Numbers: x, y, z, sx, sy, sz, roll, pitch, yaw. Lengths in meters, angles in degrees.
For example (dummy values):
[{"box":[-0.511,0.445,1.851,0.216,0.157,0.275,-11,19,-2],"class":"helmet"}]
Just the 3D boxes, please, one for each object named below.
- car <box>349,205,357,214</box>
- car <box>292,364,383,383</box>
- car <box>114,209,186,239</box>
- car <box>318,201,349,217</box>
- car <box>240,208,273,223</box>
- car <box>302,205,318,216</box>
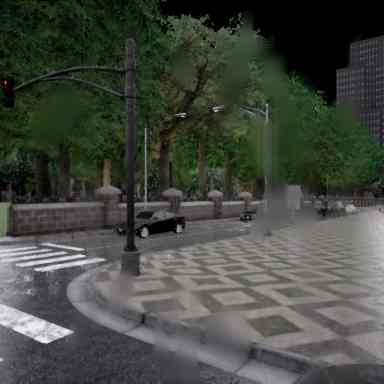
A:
[{"box":[25.293,2.767,53.468,1.812,1.442,4.674,0,-1,35],"class":"car"},{"box":[2.390,1.551,1.252,4.403,1.369,2.008,0,0,36],"class":"car"},{"box":[-2.393,1.809,19.978,1.882,1.535,5.008,0,-1,36],"class":"car"},{"box":[19.154,2.235,44.813,2.150,2.045,5.566,0,-1,35],"class":"car"},{"box":[6.263,2.202,32.172,1.994,1.385,4.181,0,-1,35],"class":"car"},{"box":[17.402,2.600,47.703,2.033,1.411,5.357,0,-1,35],"class":"car"}]
